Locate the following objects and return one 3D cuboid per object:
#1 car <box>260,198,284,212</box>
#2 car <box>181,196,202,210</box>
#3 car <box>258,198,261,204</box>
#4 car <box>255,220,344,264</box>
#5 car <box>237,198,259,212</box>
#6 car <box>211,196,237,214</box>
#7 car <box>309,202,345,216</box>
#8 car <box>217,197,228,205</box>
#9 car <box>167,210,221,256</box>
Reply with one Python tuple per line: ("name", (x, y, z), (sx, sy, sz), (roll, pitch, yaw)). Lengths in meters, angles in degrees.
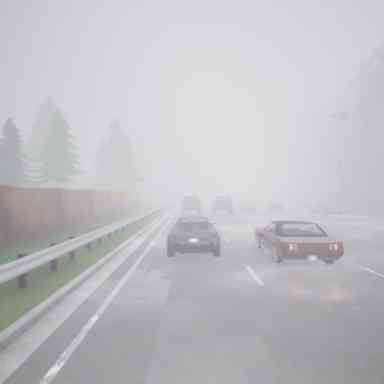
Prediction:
("car", (10.431, 1.787, 42.516), (1.812, 1.442, 4.674), (0, 0, 0))
("car", (-0.054, 1.466, 38.818), (2.150, 2.045, 5.566), (0, 0, 0))
("car", (13.718, 1.945, 68.166), (2.128, 1.511, 4.902), (0, 0, 0))
("car", (3.562, 1.675, 12.064), (1.895, 1.301, 4.718), (0, 0, 0))
("car", (6.930, 1.828, 42.707), (1.994, 1.385, 4.181), (0, 0, 0))
("car", (3.449, 1.462, 38.430), (2.150, 2.045, 5.566), (0, 0, 0))
("car", (13.947, 1.758, 34.668), (2.033, 1.411, 5.357), (0, 0, 0))
("car", (6.694, 1.983, 73.711), (2.128, 1.511, 4.902), (0, 0, 0))
("car", (0.055, 1.649, 13.502), (1.994, 1.385, 4.181), (0, 0, 0))
